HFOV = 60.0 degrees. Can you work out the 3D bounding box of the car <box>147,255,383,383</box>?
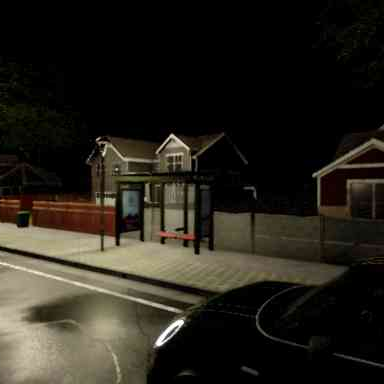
[{"bbox_3d":[1.773,1.351,2.727,4.553,1.767,2.097,0,0,36],"label":"car"}]
